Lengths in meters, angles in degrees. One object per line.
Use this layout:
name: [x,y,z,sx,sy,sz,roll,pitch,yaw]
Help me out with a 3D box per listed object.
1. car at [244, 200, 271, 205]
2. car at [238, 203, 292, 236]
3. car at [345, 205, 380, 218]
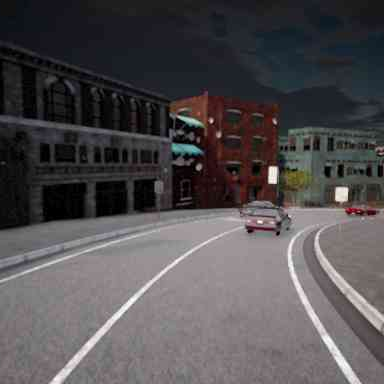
car: [5.691,1.477,28.538,1.837,1.490,4.892,3,1,35]
car: [4.529,1.600,19.258,2.033,1.411,5.357,3,1,25]
car: [19.543,2.155,37.957,4.718,1.301,1.895,2,3,-38]
